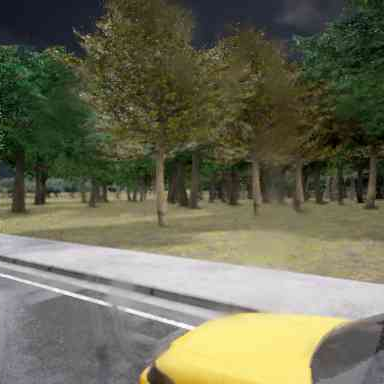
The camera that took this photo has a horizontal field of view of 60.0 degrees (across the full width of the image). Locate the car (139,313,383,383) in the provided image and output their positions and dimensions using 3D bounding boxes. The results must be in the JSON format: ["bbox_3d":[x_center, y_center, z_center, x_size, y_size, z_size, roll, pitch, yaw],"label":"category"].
[{"bbox_3d":[2.020,1.452,2.121,5.366,1.575,1.801,-1,0,36],"label":"car"}]
